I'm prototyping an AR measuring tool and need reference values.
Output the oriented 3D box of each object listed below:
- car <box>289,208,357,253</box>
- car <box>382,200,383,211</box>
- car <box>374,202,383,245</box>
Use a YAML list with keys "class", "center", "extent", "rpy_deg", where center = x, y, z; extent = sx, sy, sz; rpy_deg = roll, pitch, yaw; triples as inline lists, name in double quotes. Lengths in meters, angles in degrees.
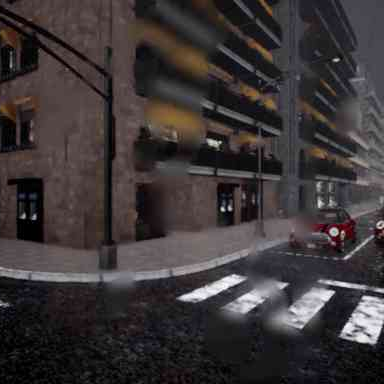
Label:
- class: "car"
  center: [5.479, 1.441, 13.746]
  extent: [1.967, 1.590, 4.097]
  rpy_deg: [0, 0, 35]
- class: "car"
  center: [24.997, 1.630, 41.550]
  extent: [1.802, 1.307, 4.206]
  rpy_deg: [0, 0, 35]
- class: "car"
  center: [9.491, 1.354, 14.782]
  extent: [2.097, 1.767, 4.553]
  rpy_deg: [0, 0, 35]
